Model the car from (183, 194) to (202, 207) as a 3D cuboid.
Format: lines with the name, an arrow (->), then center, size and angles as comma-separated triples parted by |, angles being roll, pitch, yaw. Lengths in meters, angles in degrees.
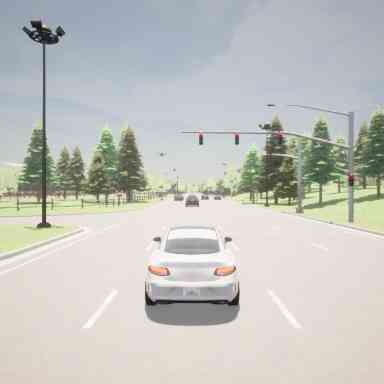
car -> 0.063, 1.352, 51.790 | 2.097, 1.767, 4.553 | 0, 0, 0

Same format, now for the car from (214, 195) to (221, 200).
car -> 7.114, 1.525, 93.258 | 2.128, 1.511, 4.902 | 0, 0, 0

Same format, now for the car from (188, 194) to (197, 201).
car -> 0.102, 1.347, 82.820 | 2.097, 1.767, 4.553 | 0, 0, 0

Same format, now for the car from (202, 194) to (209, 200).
car -> 3.614, 1.355, 93.232 | 2.097, 1.767, 4.553 | 0, 0, 0

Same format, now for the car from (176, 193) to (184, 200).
car -> -3.386, 1.187, 92.827 | 2.097, 1.767, 4.553 | 0, 0, 0

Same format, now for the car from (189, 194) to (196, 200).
car -> 0.114, 1.332, 92.853 | 1.837, 1.490, 4.892 | 0, 0, 0

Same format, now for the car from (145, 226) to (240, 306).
car -> 0.016, 1.526, 7.917 | 1.812, 1.442, 4.674 | 0, 0, 0

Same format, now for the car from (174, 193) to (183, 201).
car -> -3.398, 1.544, 82.821 | 1.994, 1.385, 4.181 | 0, 0, 0
